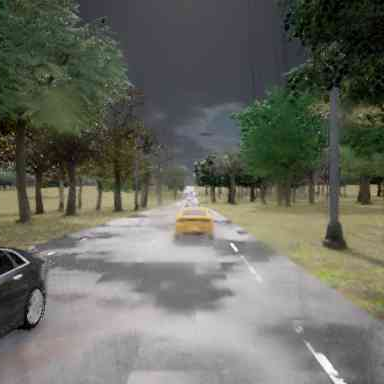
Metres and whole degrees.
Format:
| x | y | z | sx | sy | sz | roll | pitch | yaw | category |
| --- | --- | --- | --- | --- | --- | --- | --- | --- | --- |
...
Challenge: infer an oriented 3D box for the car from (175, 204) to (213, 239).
| x | y | z | sx | sy | sz | roll | pitch | yaw | category |
| --- | --- | --- | --- | --- | --- | --- | --- | --- | --- |
| 0.099 | 1.557 | 17.889 | 1.882 | 1.535 | 5.008 | 0 | -1 | 0 | car |

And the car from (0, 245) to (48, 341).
| x | y | z | sx | sy | sz | roll | pitch | yaw | category |
| --- | --- | --- | --- | --- | --- | --- | --- | --- | --- |
| -3.500 | 1.510 | 4.130 | 1.837 | 1.490 | 4.892 | 0 | 0 | 0 | car |

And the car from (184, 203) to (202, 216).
| x | y | z | sx | sy | sz | roll | pitch | yaw | category |
| --- | --- | --- | --- | --- | --- | --- | --- | --- | --- |
| 0.097 | 1.950 | 37.449 | 1.895 | 1.301 | 4.718 | 0 | -1 | 0 | car |
